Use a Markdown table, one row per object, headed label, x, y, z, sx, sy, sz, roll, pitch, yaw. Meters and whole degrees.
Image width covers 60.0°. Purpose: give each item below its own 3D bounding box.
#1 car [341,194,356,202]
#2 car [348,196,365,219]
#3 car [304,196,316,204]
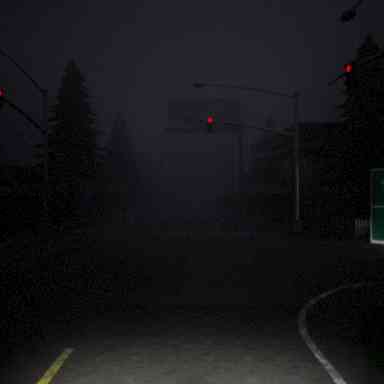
| label | x | y | z | sx | sy | sz | roll | pitch | yaw |
| --- | --- | --- | --- | --- | --- | --- | --- | --- | --- |
| car | 34.863 | 1.425 | 71.998 | 2.007 | 1.523 | 4.514 | 0 | 0 | 0 |
| car | 14.353 | 1.482 | 25.128 | 3.866 | 1.878 | 1.905 | 0 | 0 | 0 |
| car | 22.464 | 1.495 | 64.199 | 1.970 | 1.475 | 3.806 | 0 | 0 | 0 |
